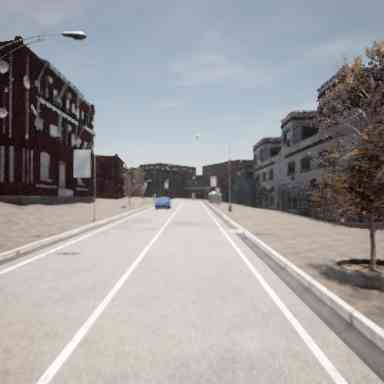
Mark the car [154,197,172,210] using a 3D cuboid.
[{"bbox_3d":[-3.577,1.357,41.631,1.882,1.535,5.008,0,0,0],"label":"car"}]
